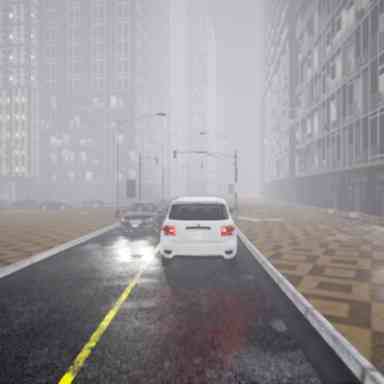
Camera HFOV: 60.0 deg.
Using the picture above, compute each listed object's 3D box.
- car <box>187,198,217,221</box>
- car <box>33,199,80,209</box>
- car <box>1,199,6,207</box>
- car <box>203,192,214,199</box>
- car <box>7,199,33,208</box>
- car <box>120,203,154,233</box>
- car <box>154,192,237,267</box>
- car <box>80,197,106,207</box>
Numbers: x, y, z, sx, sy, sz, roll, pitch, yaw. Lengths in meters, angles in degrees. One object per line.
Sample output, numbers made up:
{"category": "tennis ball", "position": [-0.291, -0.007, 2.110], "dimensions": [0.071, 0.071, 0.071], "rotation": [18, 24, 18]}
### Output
{"category": "car", "position": [0.843, 1.309, 26.302], "dimensions": [2.128, 1.511, 4.902], "rotation": [0, 0, 3]}
{"category": "car", "position": [-16.644, 1.521, 41.056], "dimensions": [4.403, 1.369, 2.008], "rotation": [-1, 1, 12]}
{"category": "car", "position": [-31.402, 1.788, 52.769], "dimensions": [4.313, 1.339, 1.947], "rotation": [-1, 1, 12]}
{"category": "car", "position": [4.222, 0.852, 83.884], "dimensions": [2.128, 1.511, 4.902], "rotation": [0, 1, 10]}
{"category": "car", "position": [-25.901, 1.697, 51.596], "dimensions": [4.313, 1.339, 1.947], "rotation": [-1, 1, 12]}
{"category": "car", "position": [-2.680, 1.365, 18.768], "dimensions": [2.128, 1.511, 4.902], "rotation": [0, 0, 3]}
{"category": "car", "position": [0.251, 1.149, 11.325], "dimensions": [2.150, 2.045, 5.566], "rotation": [0, 1, 2]}
{"category": "car", "position": [-14.899, 1.502, 49.252], "dimensions": [4.403, 1.369, 2.008], "rotation": [-1, 1, 12]}
